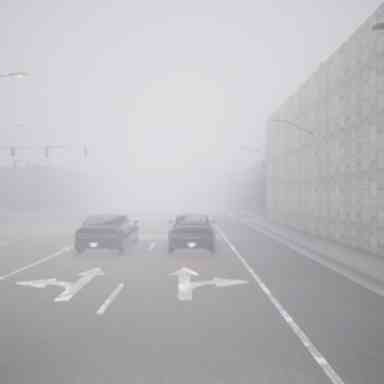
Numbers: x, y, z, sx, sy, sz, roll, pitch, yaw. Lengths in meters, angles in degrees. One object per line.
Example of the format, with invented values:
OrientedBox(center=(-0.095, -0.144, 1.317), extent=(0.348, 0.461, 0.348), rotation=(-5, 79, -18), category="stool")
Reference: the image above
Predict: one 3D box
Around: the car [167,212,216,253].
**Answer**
OrientedBox(center=(-0.005, 1.643, 14.310), extent=(1.837, 1.490, 4.892), rotation=(0, 0, 0), category="car")

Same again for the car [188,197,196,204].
OrientedBox(center=(-0.063, 2.126, 83.903), extent=(2.097, 1.767, 4.553), rotation=(0, -1, 0), category="car")

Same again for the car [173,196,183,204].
OrientedBox(center=(-3.563, 2.001, 83.958), extent=(2.150, 2.045, 5.566), rotation=(0, -1, 0), category="car")

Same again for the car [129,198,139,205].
OrientedBox(center=(-14.061, 2.282, 81.199), extent=(2.128, 1.511, 4.902), rotation=(0, -1, 0), category="car")

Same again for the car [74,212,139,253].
OrientedBox(center=(-3.505, 1.643, 14.301), extent=(1.837, 1.490, 4.892), rotation=(0, 0, 0), category="car")

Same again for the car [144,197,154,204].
OrientedBox(center=(-10.561, 2.122, 81.443), extent=(2.097, 1.767, 4.553), rotation=(0, -1, 0), category="car")
